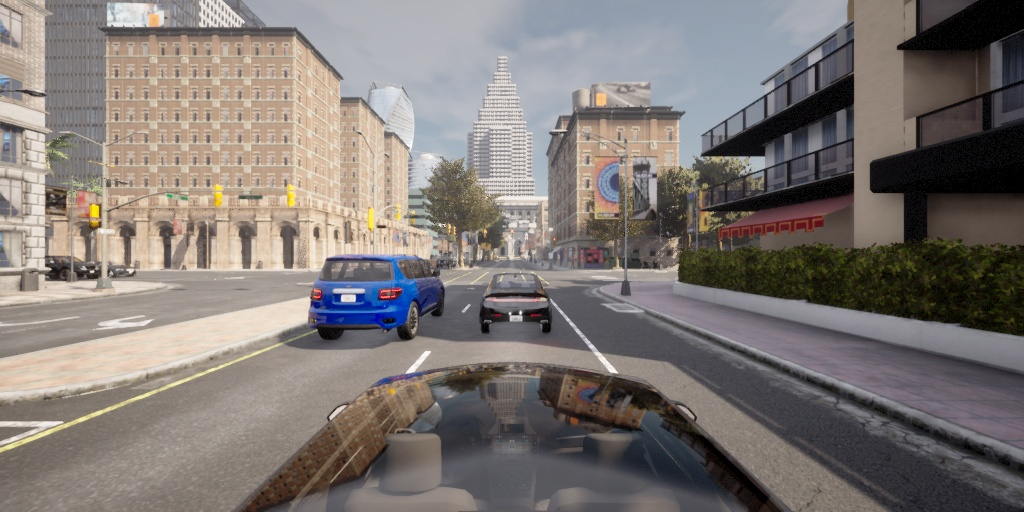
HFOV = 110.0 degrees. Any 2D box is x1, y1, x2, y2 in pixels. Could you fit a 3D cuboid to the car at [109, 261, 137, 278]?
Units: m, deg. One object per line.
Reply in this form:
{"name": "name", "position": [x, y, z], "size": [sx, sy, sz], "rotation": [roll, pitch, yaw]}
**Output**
{"name": "car", "position": [-38.282, 1.243, 33.709], "size": [4.902, 1.511, 2.128], "rotation": [0, 0, 0]}

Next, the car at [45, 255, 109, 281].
{"name": "car", "position": [-38.129, 0.973, 30.190], "size": [5.566, 2.045, 2.150], "rotation": [0, 0, 0]}

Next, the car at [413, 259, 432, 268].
{"name": "car", "position": [-15.024, 1.257, 60.347], "size": [1.837, 1.490, 4.892], "rotation": [0, 0, 0]}

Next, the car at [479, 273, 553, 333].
{"name": "car", "position": [0.102, 1.242, 10.760], "size": [2.128, 1.511, 4.902], "rotation": [0, 0, 0]}

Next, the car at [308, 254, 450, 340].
{"name": "car", "position": [-3.401, 0.972, 10.146], "size": [2.150, 2.045, 5.566], "rotation": [0, 0, 0]}

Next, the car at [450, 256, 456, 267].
{"name": "car", "position": [-11.523, 0.974, 61.775], "size": [2.150, 2.045, 5.566], "rotation": [0, 0, 0]}
